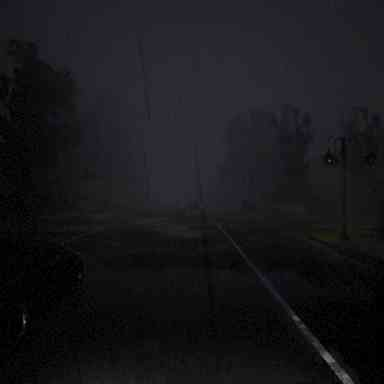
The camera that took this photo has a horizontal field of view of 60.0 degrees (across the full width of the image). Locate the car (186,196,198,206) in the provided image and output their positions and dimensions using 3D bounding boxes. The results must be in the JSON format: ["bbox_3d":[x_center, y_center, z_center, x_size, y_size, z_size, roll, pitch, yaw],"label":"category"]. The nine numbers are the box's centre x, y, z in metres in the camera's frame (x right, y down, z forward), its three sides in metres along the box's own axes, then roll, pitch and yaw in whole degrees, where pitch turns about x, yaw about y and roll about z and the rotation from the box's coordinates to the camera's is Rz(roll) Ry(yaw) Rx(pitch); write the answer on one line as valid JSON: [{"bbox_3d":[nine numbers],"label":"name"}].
[{"bbox_3d":[0.010,1.466,55.449,1.812,1.442,4.674,0,0,0],"label":"car"}]

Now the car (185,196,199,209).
[{"bbox_3d":[0.009,1.540,45.448,1.994,1.385,4.181,0,0,0],"label":"car"}]

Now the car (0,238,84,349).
[{"bbox_3d":[-3.526,1.583,6.134,1.994,1.385,4.181,0,0,1],"label":"car"}]
